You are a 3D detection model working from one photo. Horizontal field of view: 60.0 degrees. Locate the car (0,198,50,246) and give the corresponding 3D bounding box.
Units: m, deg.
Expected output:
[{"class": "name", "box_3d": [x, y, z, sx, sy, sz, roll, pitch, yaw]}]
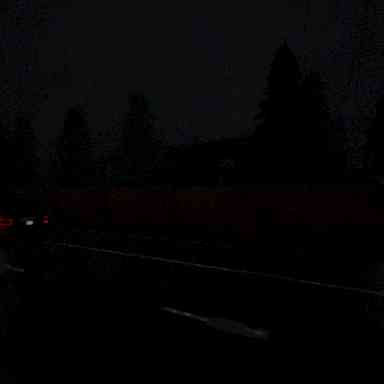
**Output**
[{"class": "car", "box_3d": [-8.293, 1.255, 14.084, 5.566, 2.045, 2.150, 0, 0, 36]}]
